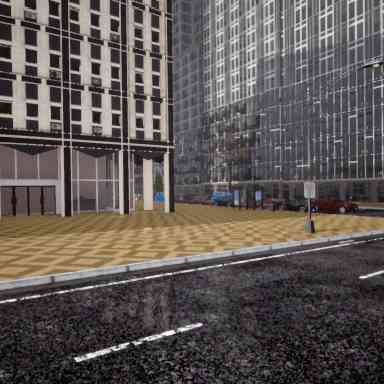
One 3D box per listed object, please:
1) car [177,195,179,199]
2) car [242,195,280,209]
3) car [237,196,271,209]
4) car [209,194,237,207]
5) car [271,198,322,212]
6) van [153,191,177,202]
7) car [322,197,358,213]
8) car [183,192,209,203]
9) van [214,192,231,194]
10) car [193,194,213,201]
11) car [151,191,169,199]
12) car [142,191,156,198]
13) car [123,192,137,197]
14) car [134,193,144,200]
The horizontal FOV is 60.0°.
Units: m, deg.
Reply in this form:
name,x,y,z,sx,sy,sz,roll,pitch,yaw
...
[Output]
name,x,y,z,sx,sy,sz,roll,pitch,yaw
car,-4.318,0.935,72.921,1.802,1.307,4.206,0,1,-34
car,8.859,1.221,43.201,1.882,1.535,5.008,-1,1,-34
car,7.815,1.388,39.942,1.802,1.307,4.206,0,1,-34
car,4.670,1.319,44.676,1.947,1.339,4.313,0,1,-34
car,10.994,1.424,35.229,1.947,1.339,4.313,0,1,-34
van,-4.864,0.937,58.808,1.690,1.788,3.998,0,1,-34
car,14.674,1.315,34.636,1.882,1.535,5.008,-1,1,-34
car,0.378,0.956,55.737,2.097,1.767,4.553,-1,1,-34
van,5.261,0.855,58.812,1.690,1.788,3.998,0,1,-34
car,2.068,1.043,63.517,1.802,1.307,4.206,0,1,-34
car,-7.512,0.614,77.619,2.192,1.841,5.009,0,1,-34
car,-10.705,0.685,82.322,1.967,1.590,4.097,0,1,-34
car,-17.091,0.688,91.727,2.008,1.369,4.403,0,1,-34
car,-11.251,1.039,68.213,2.008,1.369,4.403,0,1,-34
